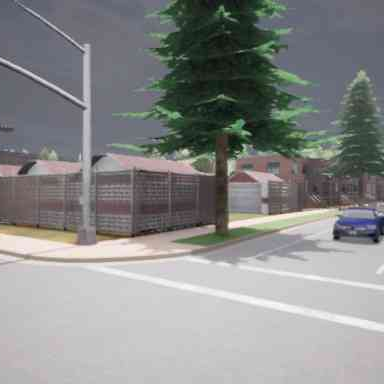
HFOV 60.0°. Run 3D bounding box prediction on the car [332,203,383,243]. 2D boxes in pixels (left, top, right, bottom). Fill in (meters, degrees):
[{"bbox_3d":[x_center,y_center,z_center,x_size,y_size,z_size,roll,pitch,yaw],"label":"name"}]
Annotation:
[{"bbox_3d":[8.170,1.487,16.172,1.812,1.442,4.674,0,0,34],"label":"car"}]
